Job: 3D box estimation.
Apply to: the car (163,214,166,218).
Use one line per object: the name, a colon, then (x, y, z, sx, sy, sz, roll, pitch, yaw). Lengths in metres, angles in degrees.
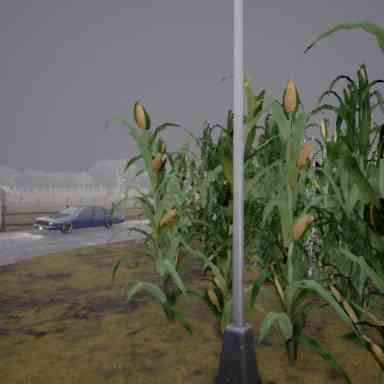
car: (-0.918, 1.525, 27.440, 1.812, 1.442, 4.674, 2, 1, 36)

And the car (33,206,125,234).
car: (-6.428, 1.522, 19.694, 2.033, 1.411, 5.357, 2, 1, 35)
